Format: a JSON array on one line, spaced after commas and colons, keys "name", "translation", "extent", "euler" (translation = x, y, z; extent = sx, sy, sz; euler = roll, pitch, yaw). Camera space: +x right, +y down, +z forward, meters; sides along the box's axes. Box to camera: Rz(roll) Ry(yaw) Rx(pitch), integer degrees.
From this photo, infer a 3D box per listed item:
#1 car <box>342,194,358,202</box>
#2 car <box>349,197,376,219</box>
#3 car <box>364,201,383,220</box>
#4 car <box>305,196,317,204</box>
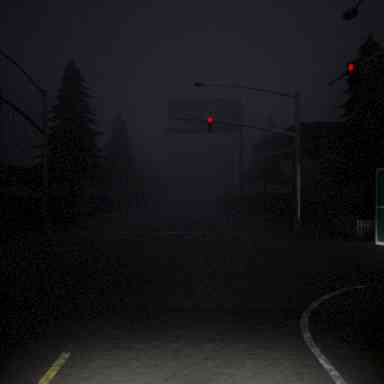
[{"name": "car", "translation": [34.936, 1.476, 71.829], "extent": [2.007, 1.523, 4.514], "euler": [0, 0, 0]}, {"name": "car", "translation": [14.378, 1.500, 24.979], "extent": [3.866, 1.878, 1.905], "euler": [0, 0, 0]}, {"name": "car", "translation": [18.707, 1.666, 30.647], "extent": [4.611, 1.667, 2.242], "euler": [0, 0, 0]}, {"name": "car", "translation": [22.529, 1.541, 64.042], "extent": [1.970, 1.475, 3.806], "euler": [0, 0, 0]}]
